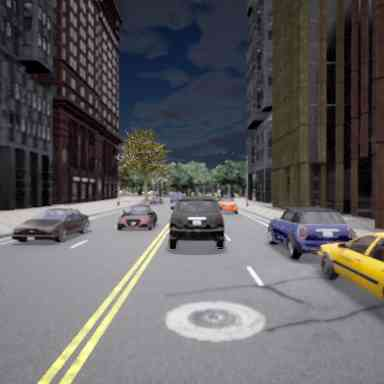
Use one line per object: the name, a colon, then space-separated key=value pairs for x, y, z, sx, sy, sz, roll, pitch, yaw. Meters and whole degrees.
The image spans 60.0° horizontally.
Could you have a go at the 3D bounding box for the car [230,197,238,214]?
car: x=3.540 y=1.306 z=34.945 sx=2.097 sy=1.767 sz=4.553 roll=0 pitch=0 yaw=1

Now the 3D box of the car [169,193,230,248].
car: x=0.200 y=1.198 z=14.707 sx=2.150 sy=2.045 sz=5.566 roll=0 pitch=0 yaw=0

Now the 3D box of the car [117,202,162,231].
car: x=-3.211 y=1.519 z=20.206 sx=1.994 sy=1.385 sz=4.181 roll=0 pitch=0 yaw=0

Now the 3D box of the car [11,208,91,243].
car: x=-6.492 y=1.498 z=16.114 sx=2.033 sy=1.411 sz=5.357 roll=0 pitch=0 yaw=0

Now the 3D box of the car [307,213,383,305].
car: x=4.265 y=1.459 z=6.875 sx=1.801 sy=1.575 sz=5.366 roll=0 pitch=0 yaw=0

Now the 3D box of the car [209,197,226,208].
car: x=3.599 y=1.480 z=47.450 sx=2.033 sy=1.411 sz=5.357 roll=0 pitch=0 yaw=1

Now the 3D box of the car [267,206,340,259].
car: x=4.308 y=1.346 z=12.655 sx=2.097 sy=1.767 sz=4.553 roll=0 pitch=0 yaw=0

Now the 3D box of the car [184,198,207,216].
car: x=0.335 y=1.437 z=32.984 sx=2.128 sy=1.511 sz=4.902 roll=0 pitch=0 yaw=0

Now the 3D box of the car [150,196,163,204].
car: x=-6.121 y=1.445 z=57.807 sx=1.994 sy=1.385 sz=4.181 roll=0 pitch=0 yaw=1
